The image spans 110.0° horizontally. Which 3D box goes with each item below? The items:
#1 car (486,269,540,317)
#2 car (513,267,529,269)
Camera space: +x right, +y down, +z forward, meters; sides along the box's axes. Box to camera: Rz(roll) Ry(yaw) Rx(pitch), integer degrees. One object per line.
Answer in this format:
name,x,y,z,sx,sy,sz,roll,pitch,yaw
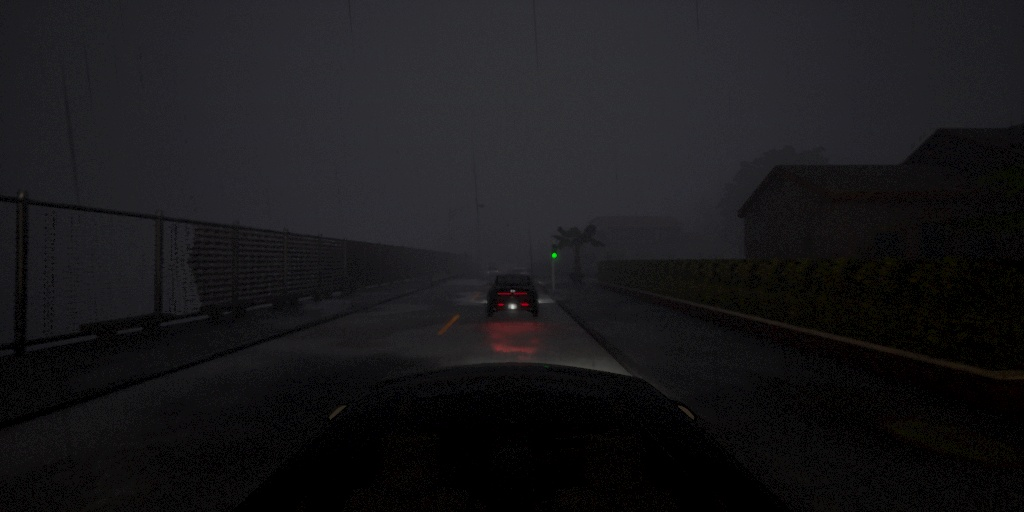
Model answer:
car,0.044,1.429,14.154,1.837,1.490,4.892,0,0,1
car,0.771,1.666,29.797,1.812,1.442,4.674,0,-1,11
